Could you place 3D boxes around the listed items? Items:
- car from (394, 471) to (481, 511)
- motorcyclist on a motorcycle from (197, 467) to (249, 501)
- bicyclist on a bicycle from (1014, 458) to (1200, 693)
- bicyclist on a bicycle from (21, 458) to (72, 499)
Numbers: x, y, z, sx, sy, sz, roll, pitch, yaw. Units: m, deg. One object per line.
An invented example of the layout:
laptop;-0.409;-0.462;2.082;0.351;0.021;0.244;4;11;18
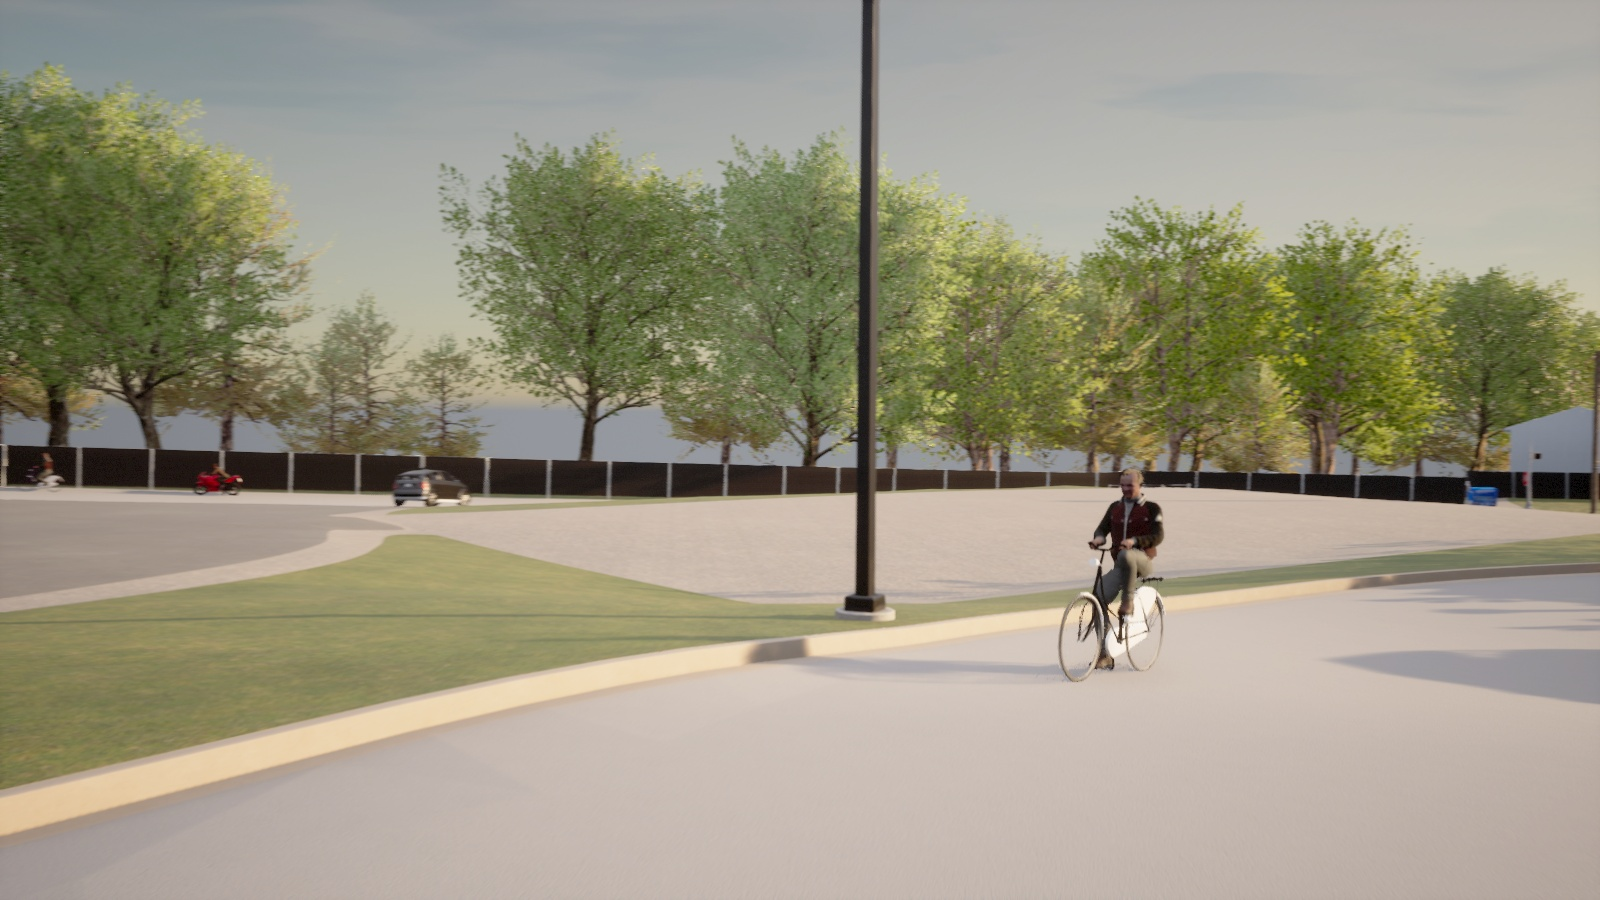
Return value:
car;-15.318;1.774;53.291;1.789;1.549;3.705;-1;-4;18
motorcyclist on a motorcycle;-26.800;1.574;58.323;2.044;1.523;0.797;1;1;-15
bicyclist on a bicycle;2.606;1.008;10.497;0.659;1.776;1.843;1;-2;42
bicyclist on a bicycle;-33.991;1.274;56.650;1.843;1.776;0.659;2;1;-12
